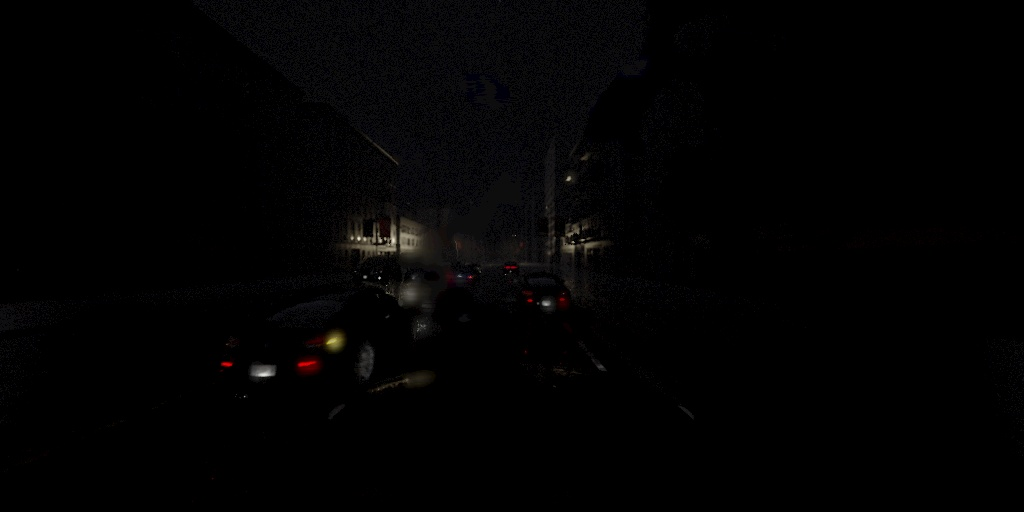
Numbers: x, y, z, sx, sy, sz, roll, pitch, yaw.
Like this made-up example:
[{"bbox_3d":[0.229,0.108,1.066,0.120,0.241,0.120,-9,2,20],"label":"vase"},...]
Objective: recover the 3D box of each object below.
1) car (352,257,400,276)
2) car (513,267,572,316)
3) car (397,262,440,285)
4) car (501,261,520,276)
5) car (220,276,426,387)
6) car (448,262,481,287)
[{"bbox_3d":[-9.986,1.074,27.094,2.150,2.045,5.566,0,0,0],"label":"car"},{"bbox_3d":[1.079,1.323,13.518,1.812,1.442,4.674,0,0,0],"label":"car"},{"bbox_3d":[-6.738,1.343,27.331,2.128,1.511,4.902,0,0,0],"label":"car"},{"bbox_3d":[-0.153,1.400,40.375,1.837,1.490,4.892,0,0,0],"label":"car"},{"bbox_3d":[-3.169,1.299,6.865,1.812,1.442,4.674,0,0,0],"label":"car"},{"bbox_3d":[-3.274,1.389,25.288,2.033,1.411,5.357,0,0,0],"label":"car"}]
